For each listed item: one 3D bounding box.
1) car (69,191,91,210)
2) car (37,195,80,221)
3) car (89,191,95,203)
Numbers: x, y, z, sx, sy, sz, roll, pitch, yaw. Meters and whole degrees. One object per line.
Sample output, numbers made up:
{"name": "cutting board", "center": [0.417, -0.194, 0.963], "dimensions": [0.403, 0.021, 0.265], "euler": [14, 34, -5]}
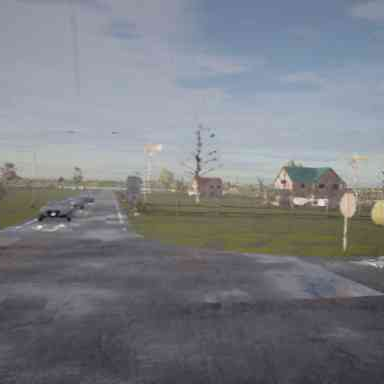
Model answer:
{"name": "car", "center": [-11.565, 0.962, 32.839], "dimensions": [2.128, 1.511, 4.902], "euler": [1, 0, -14]}
{"name": "car", "center": [-9.084, 1.168, 22.629], "dimensions": [1.994, 1.385, 4.181], "euler": [1, 0, -14]}
{"name": "car", "center": [-15.215, 0.625, 47.931], "dimensions": [2.097, 1.767, 4.553], "euler": [1, 0, -13]}
